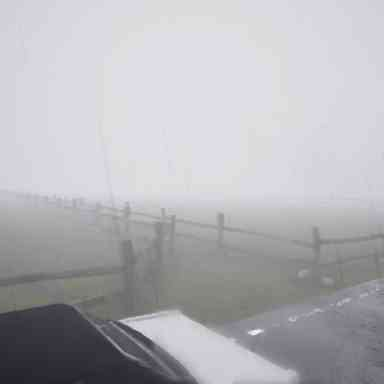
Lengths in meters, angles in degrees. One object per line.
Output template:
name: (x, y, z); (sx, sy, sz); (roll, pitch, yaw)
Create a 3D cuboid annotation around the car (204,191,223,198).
car: (4.260, 0.505, 66.364); (2.128, 1.511, 4.902); (1, 1, -35)

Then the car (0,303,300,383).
car: (-1.545, 1.600, 1.966); (4.718, 1.301, 1.895); (0, 0, -35)
